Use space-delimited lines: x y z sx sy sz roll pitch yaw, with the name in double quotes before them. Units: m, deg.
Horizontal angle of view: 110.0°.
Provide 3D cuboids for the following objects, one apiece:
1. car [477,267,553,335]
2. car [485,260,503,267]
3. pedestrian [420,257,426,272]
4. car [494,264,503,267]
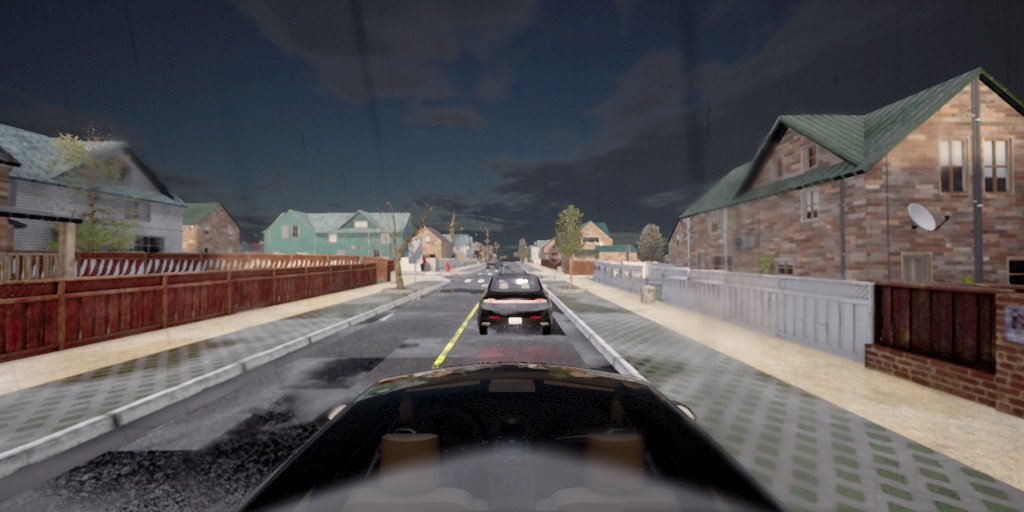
"car" 0.078 1.240 10.457 2.128 1.511 4.902 0 0 0
"car" -2.914 1.352 53.955 2.033 1.411 5.357 0 0 0
"pedestrian" -9.685 0.792 38.861 0.375 1.860 0.375 0 -2 0
"car" 0.053 1.353 20.854 1.895 1.301 4.718 0 0 0
